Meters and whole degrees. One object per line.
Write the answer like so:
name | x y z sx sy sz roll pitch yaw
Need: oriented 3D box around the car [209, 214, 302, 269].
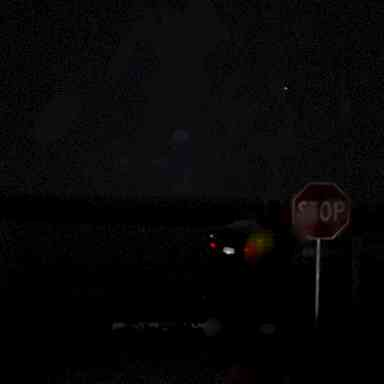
car | 2.184 1.476 10.874 1.812 1.442 4.674 4 0 31
